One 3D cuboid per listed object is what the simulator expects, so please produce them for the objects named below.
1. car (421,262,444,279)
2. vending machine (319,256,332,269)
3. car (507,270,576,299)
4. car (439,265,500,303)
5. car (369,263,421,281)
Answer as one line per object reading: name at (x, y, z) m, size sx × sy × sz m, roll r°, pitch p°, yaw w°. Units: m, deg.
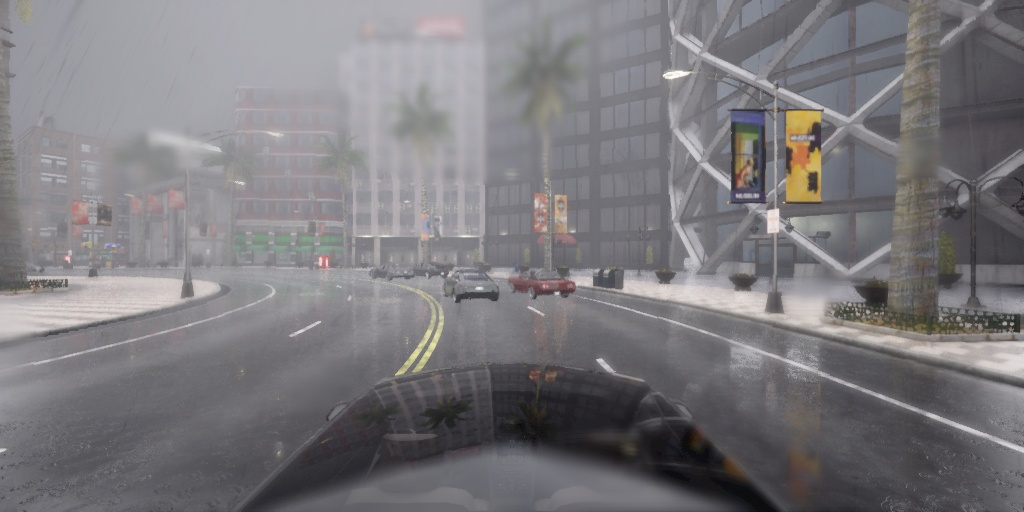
car at (-7.653, 1.266, 32.616) m, size 1.837 × 1.490 × 4.892 m, roll 0°, pitch 0°, yaw -44°
vending machine at (-27.625, 0.944, 52.620) m, size 0.880 × 2.100 × 1.100 m, roll 0°, pitch 0°, yaw 16°
car at (1.282, 1.366, 18.034) m, size 1.895 × 1.301 × 4.718 m, roll 0°, pitch 0°, yaw -19°
car at (-2.015, 1.322, 16.859) m, size 1.994 × 1.385 × 4.181 m, roll 0°, pitch 0°, yaw -19°
car at (-10.178, 1.313, 30.192) m, size 2.033 × 1.411 × 5.357 m, roll 0°, pitch 0°, yaw -44°
